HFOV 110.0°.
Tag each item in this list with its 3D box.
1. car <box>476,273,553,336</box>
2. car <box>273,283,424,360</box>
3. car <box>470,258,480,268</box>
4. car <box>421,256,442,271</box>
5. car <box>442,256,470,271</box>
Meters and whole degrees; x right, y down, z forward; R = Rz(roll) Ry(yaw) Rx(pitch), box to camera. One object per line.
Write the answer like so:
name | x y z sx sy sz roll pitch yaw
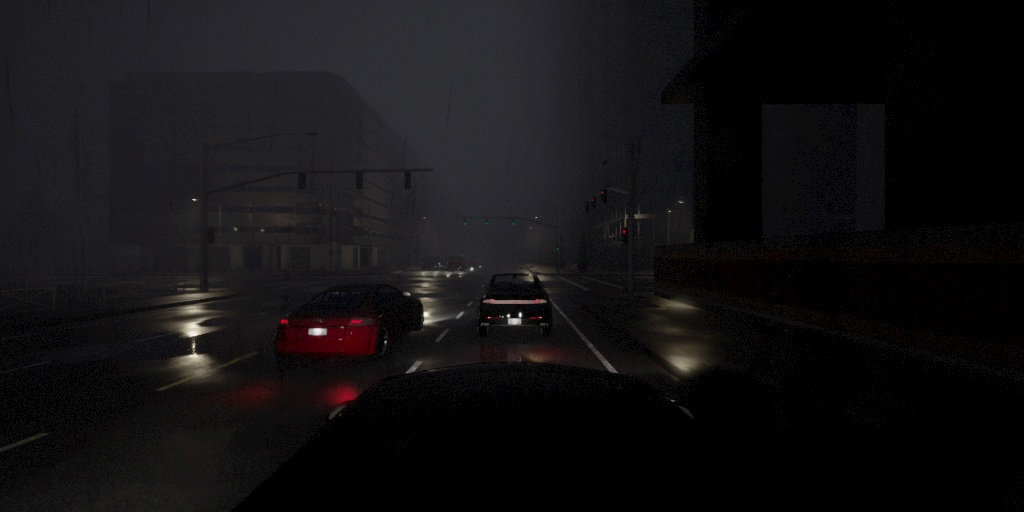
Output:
car | 0.072 1.241 10.393 2.128 1.511 4.902 0 0 0
car | -3.439 1.314 8.375 1.994 1.385 4.181 0 0 0
car | -7.224 1.239 61.329 2.128 1.511 4.902 0 0 1
car | -10.902 0.969 49.688 2.150 2.045 5.566 0 0 0
car | -7.416 0.971 48.044 2.150 2.045 5.566 0 0 0
